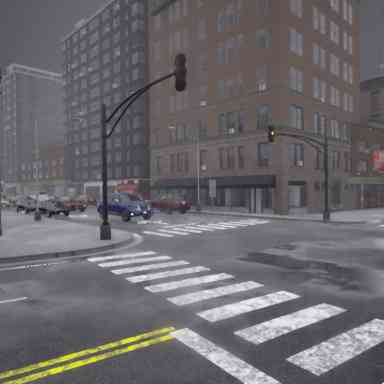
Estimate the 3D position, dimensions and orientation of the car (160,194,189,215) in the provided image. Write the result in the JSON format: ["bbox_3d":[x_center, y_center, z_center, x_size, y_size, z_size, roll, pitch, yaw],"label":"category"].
[{"bbox_3d":[-2.405,1.086,31.192,2.192,1.841,5.009,0,1,-44],"label":"car"}]

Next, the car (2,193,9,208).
[{"bbox_3d":[-23.734,1.247,40.951,1.752,1.417,4.829,0,1,-44],"label":"car"}]

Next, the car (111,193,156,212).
[{"bbox_3d":[-6.238,1.044,35.147,2.192,1.841,5.009,0,1,-44],"label":"car"}]

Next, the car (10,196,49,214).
[{"bbox_3d":[-16.189,1.374,33.166,1.947,1.339,4.313,0,1,-44],"label":"car"}]

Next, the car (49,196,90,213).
[{"bbox_3d":[-12.387,1.390,33.194,1.895,1.301,4.718,-1,1,-44],"label":"car"}]

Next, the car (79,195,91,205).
[{"bbox_3d":[-13.905,1.083,43.058,1.967,1.590,4.097,0,1,-44],"label":"car"}]

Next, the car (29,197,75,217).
[{"bbox_3d":[-12.356,1.417,29.212,1.947,1.339,4.313,0,1,-44],"label":"car"}]

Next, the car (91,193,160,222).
[{"bbox_3d":[-5.305,1.089,25.882,2.150,2.045,5.566,-1,1,-44],"label":"car"}]

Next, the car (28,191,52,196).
[{"bbox_3d":[-23.026,0.816,48.768,2.150,2.045,5.566,-1,1,-44],"label":"car"}]

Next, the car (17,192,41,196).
[{"bbox_3d":[-21.520,1.183,42.646,1.837,1.490,4.892,-1,3,-44],"label":"car"}]

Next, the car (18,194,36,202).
[{"bbox_3d":[-29.237,1.042,58.879,1.802,1.307,4.206,0,1,-44],"label":"car"}]

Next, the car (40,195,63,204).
[{"bbox_3d":[-21.571,1.135,50.969,1.802,1.307,4.206,0,1,-44],"label":"car"}]

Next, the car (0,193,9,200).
[{"bbox_3d":[-40.736,0.883,70.743,1.947,1.339,4.313,0,1,-44],"label":"car"}]
